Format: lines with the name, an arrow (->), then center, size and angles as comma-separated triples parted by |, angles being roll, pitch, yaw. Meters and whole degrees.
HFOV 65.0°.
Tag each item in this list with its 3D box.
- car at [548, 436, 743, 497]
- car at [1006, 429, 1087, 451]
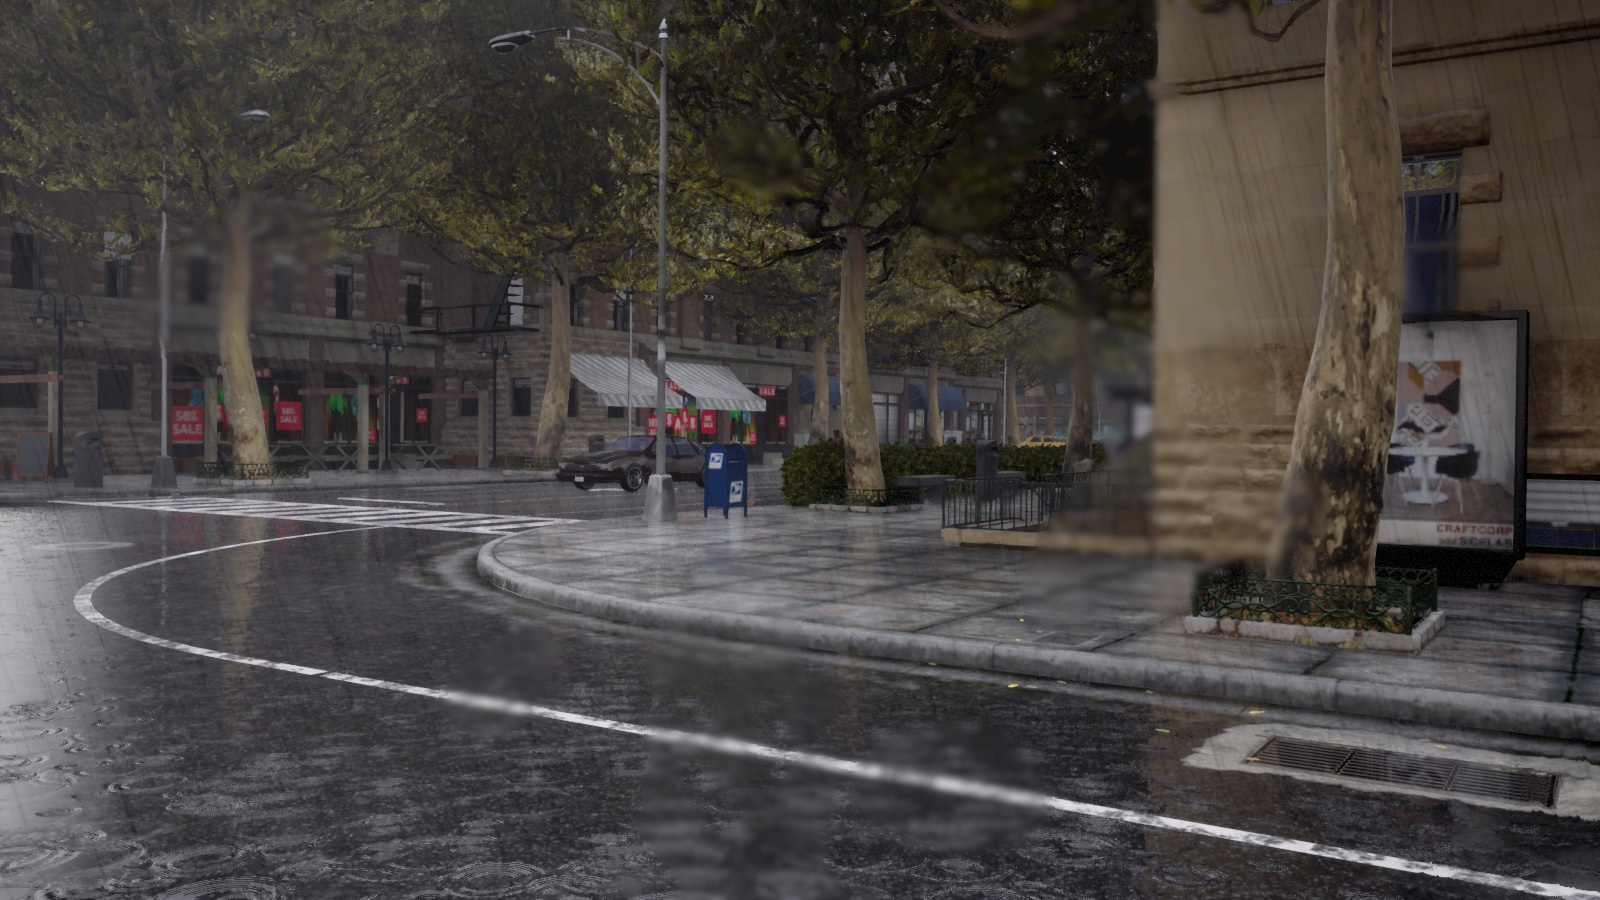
car -> -3.879, 0.368, 32.640 | 2.033, 1.411, 5.357 | 0, 1, 33
car -> 17.662, -0.719, 90.086 | 5.366, 1.575, 1.801 | 0, 1, 32
